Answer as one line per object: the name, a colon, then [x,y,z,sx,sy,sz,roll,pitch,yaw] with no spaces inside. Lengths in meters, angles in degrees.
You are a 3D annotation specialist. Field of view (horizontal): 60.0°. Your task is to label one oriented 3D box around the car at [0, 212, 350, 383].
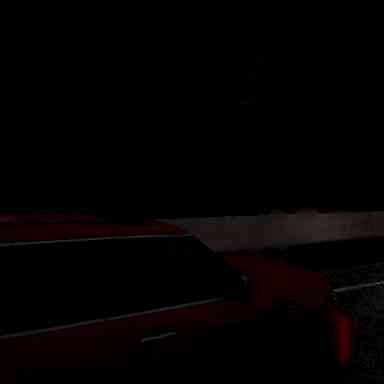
car: [-0.896,1.216,3.116,5.566,2.045,2.150,0,0,-33]
